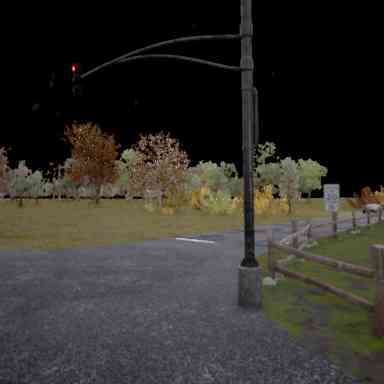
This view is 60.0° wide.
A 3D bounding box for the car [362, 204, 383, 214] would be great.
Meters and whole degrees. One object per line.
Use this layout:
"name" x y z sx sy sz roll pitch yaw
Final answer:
"car" 26.087 2.432 47.887 2.033 1.411 5.357 -1 -2 40
